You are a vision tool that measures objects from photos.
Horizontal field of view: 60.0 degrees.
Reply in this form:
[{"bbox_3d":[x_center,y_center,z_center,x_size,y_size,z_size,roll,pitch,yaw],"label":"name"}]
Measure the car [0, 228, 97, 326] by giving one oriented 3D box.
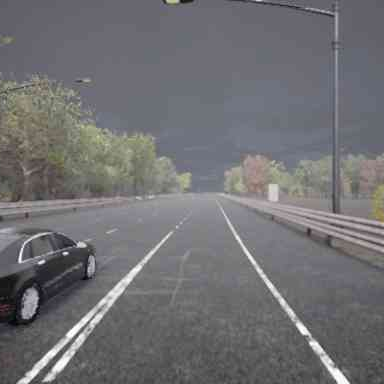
[{"bbox_3d":[-3.558,1.517,7.058,1.837,1.490,4.892,0,0,3],"label":"car"}]
